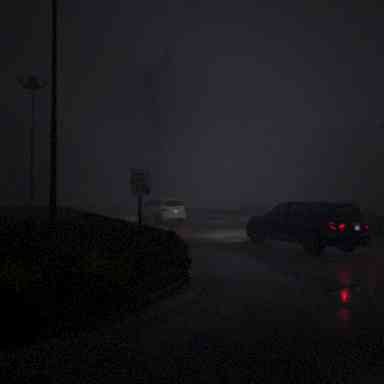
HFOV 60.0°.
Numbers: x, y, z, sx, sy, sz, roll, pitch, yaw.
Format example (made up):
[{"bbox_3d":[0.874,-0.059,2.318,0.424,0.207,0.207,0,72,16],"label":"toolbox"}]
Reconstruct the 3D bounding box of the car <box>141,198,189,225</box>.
[{"bbox_3d":[-2.491,1.524,27.470,2.150,2.045,5.566,1,-1,-28],"label":"car"}]

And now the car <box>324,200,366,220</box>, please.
[{"bbox_3d":[15.285,1.737,33.195,3.866,1.878,1.905,1,-1,-28],"label":"car"}]

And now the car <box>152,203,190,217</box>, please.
[{"bbox_3d":[-2.398,1.943,37.533,3.905,1.438,1.784,1,-1,-28],"label":"car"}]

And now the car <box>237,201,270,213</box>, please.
[{"bbox_3d":[8.319,2.041,44.750,4.193,1.474,1.816,1,-1,-28],"label":"car"}]

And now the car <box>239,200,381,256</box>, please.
[{"bbox_3d":[4.671,1.395,14.311,2.150,2.045,5.566,1,-1,-29],"label":"car"}]

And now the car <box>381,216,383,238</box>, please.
[{"bbox_3d":[8.543,1.540,17.898,4.605,1.855,1.932,1,-1,-28],"label":"car"}]
